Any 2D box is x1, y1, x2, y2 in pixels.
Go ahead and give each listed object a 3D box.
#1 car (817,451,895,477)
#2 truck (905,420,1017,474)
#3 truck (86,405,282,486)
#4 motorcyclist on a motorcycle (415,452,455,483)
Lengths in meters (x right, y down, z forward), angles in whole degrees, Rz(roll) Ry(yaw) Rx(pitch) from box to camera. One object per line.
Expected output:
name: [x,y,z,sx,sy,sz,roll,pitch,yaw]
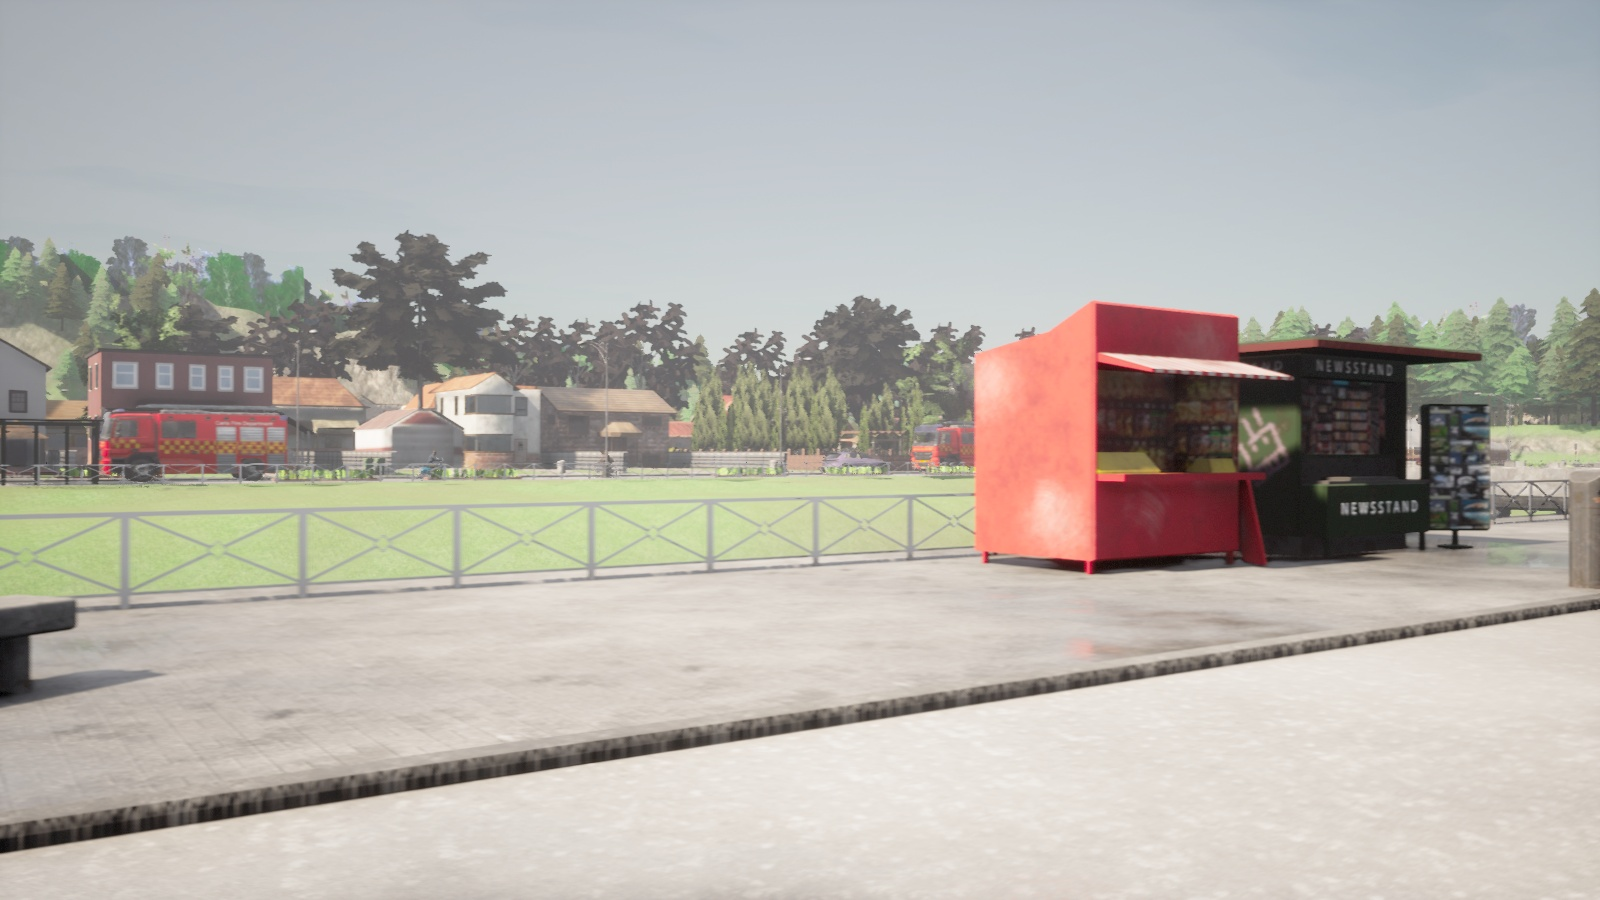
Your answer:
car: [3.688,0.869,82.081,4.856,1.649,2.033,0,0,-35]
truck: [11.966,-0.217,92.738,8.468,3.827,2.891,0,0,-35]
truck: [-30.762,-0.199,62.934,8.468,3.827,2.891,0,0,-35]
motorcyclist on a motorcycle: [-19.203,0.902,66.117,1.817,1.590,0.866,0,0,-35]
